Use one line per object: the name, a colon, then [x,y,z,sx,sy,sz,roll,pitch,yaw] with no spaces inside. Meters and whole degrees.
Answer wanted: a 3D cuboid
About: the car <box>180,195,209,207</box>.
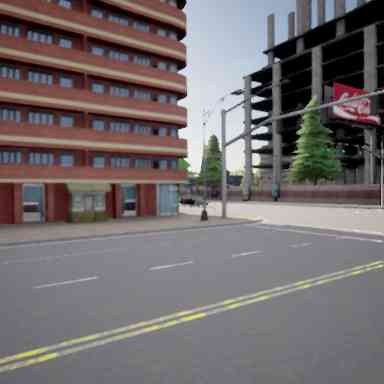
car: [0.315,1.121,43.674,2.128,1.511,4.902,-1,1,-35]
